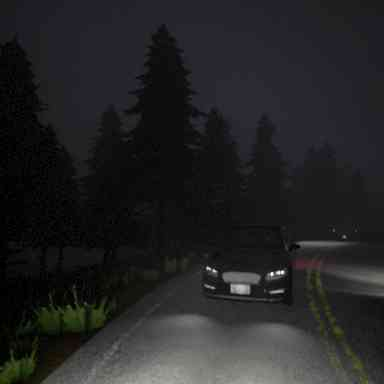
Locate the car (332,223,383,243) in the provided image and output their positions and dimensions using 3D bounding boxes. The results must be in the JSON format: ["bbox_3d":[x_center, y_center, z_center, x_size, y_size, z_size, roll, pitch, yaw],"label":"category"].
[{"bbox_3d":[11.757,2.847,23.287,4.718,1.301,1.895,7,-8,-38],"label":"car"}]

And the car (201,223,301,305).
[{"bbox_3d":[1.649,1.586,8.456,2.128,1.511,4.902,-1,-2,18],"label":"car"}]
